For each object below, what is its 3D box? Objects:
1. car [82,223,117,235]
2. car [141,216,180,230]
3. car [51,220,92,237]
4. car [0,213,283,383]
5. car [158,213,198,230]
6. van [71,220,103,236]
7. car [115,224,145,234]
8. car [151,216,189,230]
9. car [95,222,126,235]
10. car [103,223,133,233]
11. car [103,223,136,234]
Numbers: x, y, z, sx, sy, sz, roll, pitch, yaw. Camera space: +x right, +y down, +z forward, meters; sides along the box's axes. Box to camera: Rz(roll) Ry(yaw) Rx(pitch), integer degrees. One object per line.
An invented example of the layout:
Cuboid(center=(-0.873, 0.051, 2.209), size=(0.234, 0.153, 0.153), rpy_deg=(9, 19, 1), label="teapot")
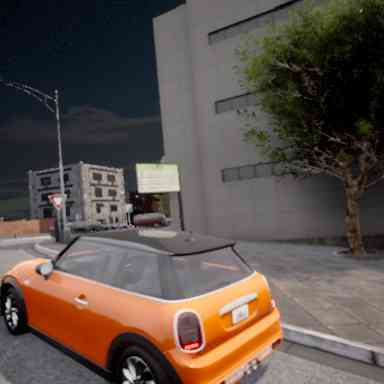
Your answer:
Cuboid(center=(-14.631, 5.856, 52.549), size=(5.008, 1.535, 2.097), rpy_deg=(-7, -7, 22), label="car")
Cuboid(center=(-4.261, 4.280, 45.535), size=(4.792, 1.488, 2.163), rpy_deg=(-7, -7, 22), label="car")
Cuboid(center=(-14.698, 4.434, 40.878), size=(2.097, 1.767, 4.553), rpy_deg=(-7, -6, 24), label="car")
Cuboid(center=(-1.078, 1.347, 5.047), size=(4.553, 1.767, 2.097), rpy_deg=(0, 1, 41), label="car")
Cuboid(center=(-2.159, 4.492, 50.694), size=(5.566, 2.045, 2.435), rpy_deg=(-7, -8, 22), label="car")
Cuboid(center=(-15.833, 5.415, 50.074), size=(4.442, 1.987, 1.878), rpy_deg=(-7, -7, 22), label="van")
Cuboid(center=(-11.274, 6.652, 60.317), size=(4.792, 1.488, 2.163), rpy_deg=(-7, -8, 22), label="car")
Cuboid(center=(-3.185, 4.492, 48.146), size=(5.008, 1.535, 2.097), rpy_deg=(-7, -8, 22), label="car")
Cuboid(center=(-13.516, 5.978, 55.106), size=(4.553, 1.767, 2.185), rpy_deg=(-7, -8, 22), label="car")
Cuboid(center=(-10.915, 5.351, 49.599), size=(1.895, 1.301, 4.718), rpy_deg=(-7, -7, 22), label="car")
Cuboid(center=(-12.565, 6.390, 57.846), size=(5.366, 1.575, 1.946), rpy_deg=(-7, -8, 22), label="car")
